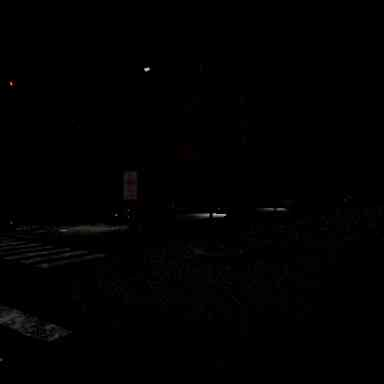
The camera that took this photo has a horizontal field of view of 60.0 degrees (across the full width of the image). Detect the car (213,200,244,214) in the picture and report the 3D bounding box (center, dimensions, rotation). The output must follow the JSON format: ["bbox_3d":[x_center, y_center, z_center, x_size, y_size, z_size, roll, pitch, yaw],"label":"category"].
[{"bbox_3d":[3.979,1.616,36.090,1.994,1.385,4.181,0,0,37],"label":"car"}]

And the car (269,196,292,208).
[{"bbox_3d":[12.969,1.440,48.691,2.097,1.767,4.553,0,0,36],"label":"car"}]

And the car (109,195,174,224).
[{"bbox_3d":[-3.662,1.248,25.337,2.150,2.045,5.566,0,0,35],"label":"car"}]

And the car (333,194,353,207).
[{"bbox_3d":[24.063,1.347,52.899,2.150,2.045,5.566,0,0,35],"label":"car"}]

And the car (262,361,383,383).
[{"bbox_3d":[2.178,1.551,1.289,4.403,1.369,2.008,0,0,36],"label":"car"}]

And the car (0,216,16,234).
[{"bbox_3d":[-10.984,1.554,15.014,2.033,1.411,5.357,0,0,35],"label":"car"}]
